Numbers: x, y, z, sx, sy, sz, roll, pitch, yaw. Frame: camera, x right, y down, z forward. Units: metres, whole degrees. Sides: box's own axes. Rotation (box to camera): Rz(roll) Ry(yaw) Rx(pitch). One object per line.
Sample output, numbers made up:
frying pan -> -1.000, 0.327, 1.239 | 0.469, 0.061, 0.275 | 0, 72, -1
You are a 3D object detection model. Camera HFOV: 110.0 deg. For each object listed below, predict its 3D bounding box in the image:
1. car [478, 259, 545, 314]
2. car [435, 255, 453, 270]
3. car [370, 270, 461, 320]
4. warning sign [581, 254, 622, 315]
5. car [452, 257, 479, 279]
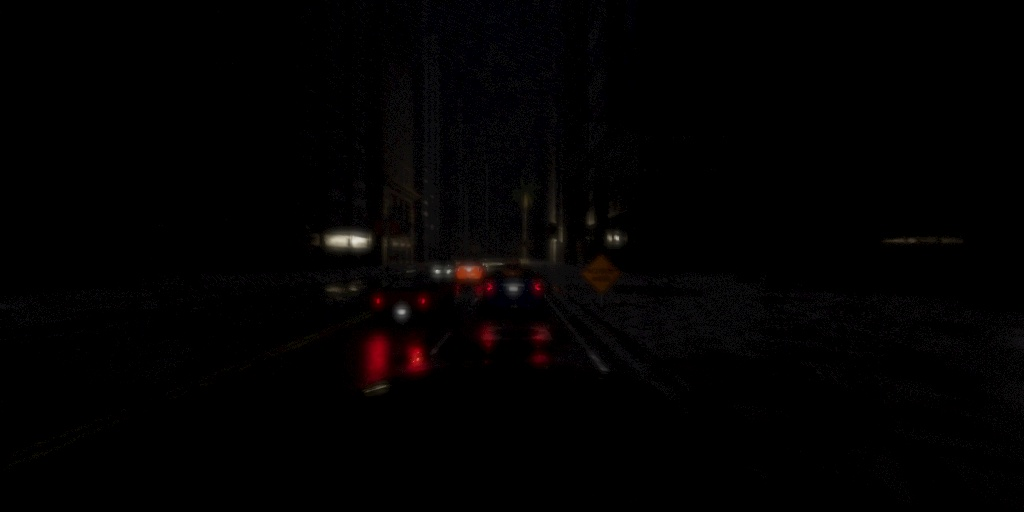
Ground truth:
car -> 0.069, 1.086, 13.764 | 2.097, 1.767, 4.553 | 0, 0, 0
car -> -9.808, 0.914, 53.105 | 2.150, 2.045, 5.566 | 0, 0, 0
car -> -3.187, 1.338, 12.631 | 1.895, 1.301, 4.718 | 0, 0, 0
warning sign -> 2.851, 0.854, 11.443 | 1.300, 1.860, 1.060 | 0, 0, 0
car -> -3.181, 1.069, 28.784 | 2.097, 1.767, 4.553 | 0, 0, 0
